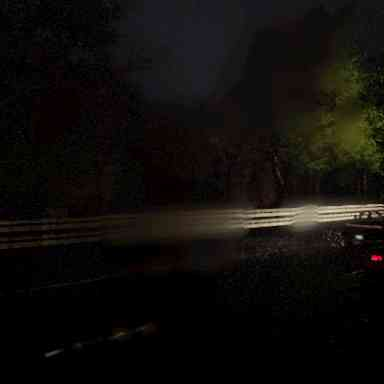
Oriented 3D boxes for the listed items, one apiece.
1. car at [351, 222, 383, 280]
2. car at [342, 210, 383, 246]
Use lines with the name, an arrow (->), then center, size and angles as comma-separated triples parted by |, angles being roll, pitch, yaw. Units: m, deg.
car -> 6.572, 1.564, 8.533 | 5.357, 1.411, 2.033 | 0, 0, -35
car -> 8.353, 1.517, 14.132 | 4.902, 1.511, 2.128 | 0, 0, -36
